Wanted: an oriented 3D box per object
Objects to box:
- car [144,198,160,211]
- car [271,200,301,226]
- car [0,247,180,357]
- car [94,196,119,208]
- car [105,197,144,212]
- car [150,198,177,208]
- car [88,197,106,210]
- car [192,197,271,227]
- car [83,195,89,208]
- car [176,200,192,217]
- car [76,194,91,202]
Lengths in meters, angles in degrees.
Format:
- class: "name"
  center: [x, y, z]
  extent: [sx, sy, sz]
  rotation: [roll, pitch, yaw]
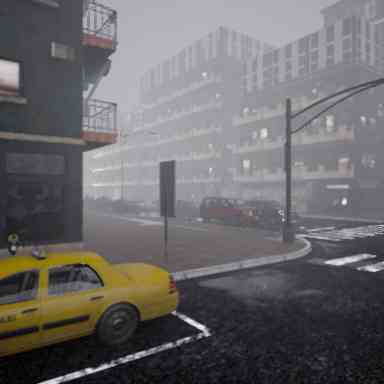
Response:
- class: "car"
  center: [-6.034, 1.501, 38.837]
  extent: [1.895, 1.301, 4.718]
  rotation: [0, 0, -36]
- class: "car"
  center: [5.279, 1.309, 23.101]
  extent: [2.097, 1.767, 4.553]
  rotation: [0, 0, -34]
- class: "car"
  center: [-2.490, 1.525, 4.785]
  extent: [4.829, 1.417, 1.752]
  rotation: [0, 0, -35]
- class: "car"
  center: [-12.346, 1.398, 47.640]
  extent: [1.812, 1.442, 4.674]
  rotation: [0, 0, -37]
- class: "car"
  center: [-7.433, 1.448, 36.346]
  extent: [1.887, 1.381, 4.507]
  rotation: [0, 0, -36]
- class: "car"
  center: [-3.961, 1.471, 45.848]
  extent: [1.802, 1.307, 4.206]
  rotation: [0, 0, -36]
- class: "car"
  center: [-10.753, 1.454, 40.937]
  extent: [1.947, 1.339, 4.313]
  rotation: [0, 0, -36]
- class: "car"
  center: [2.524, 1.268, 22.575]
  extent: [2.192, 1.841, 5.009]
  rotation: [0, 0, -36]
- class: "car"
  center: [-14.072, 1.439, 45.529]
  extent: [1.947, 1.339, 4.313]
  rotation: [0, 0, -36]
- class: "car"
  center: [-0.288, 1.475, 30.873]
  extent: [2.033, 1.411, 5.357]
  rotation: [0, 0, -36]
- class: "car"
  center: [-23.874, 1.274, 73.390]
  extent: [1.967, 1.590, 4.097]
  rotation: [0, 0, -36]
